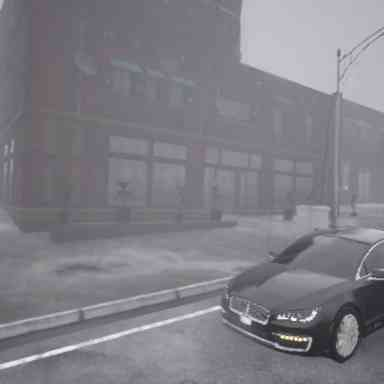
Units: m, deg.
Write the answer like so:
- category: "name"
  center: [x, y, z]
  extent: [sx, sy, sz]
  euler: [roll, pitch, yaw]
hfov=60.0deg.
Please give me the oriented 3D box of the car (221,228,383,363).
- category: "car"
  center: [2.705, 1.469, 5.921]
  extent: [4.892, 1.490, 1.837]
  euler: [-1, 0, -35]
